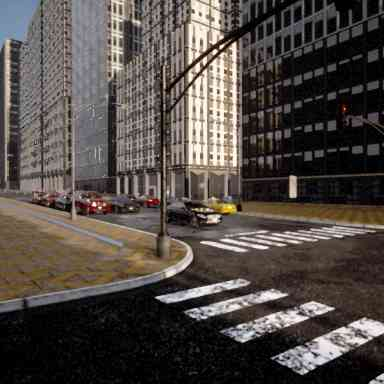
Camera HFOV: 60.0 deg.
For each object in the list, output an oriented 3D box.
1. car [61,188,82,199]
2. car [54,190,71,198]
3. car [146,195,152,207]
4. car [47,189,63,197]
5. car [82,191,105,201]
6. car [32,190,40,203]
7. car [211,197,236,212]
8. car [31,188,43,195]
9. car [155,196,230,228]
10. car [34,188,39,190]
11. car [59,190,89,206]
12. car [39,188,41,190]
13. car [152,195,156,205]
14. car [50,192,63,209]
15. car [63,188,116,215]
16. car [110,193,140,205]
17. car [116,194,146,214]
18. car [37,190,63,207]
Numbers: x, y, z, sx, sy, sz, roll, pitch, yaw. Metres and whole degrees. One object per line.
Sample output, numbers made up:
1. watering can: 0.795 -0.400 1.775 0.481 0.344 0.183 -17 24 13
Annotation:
1. car: -21.587 0.185 59.343 2.192 1.841 5.009 1 0 -36
2. car: -25.009 0.288 64.018 1.752 1.417 4.829 1 0 -36
3. car: -5.005 0.975 36.665 1.802 1.307 4.206 1 0 -36
4. car: -28.227 0.212 68.416 2.008 1.369 4.403 1 0 -36
5. car: -14.957 0.644 50.273 1.947 1.339 4.313 1 0 -36
6. car: -18.398 0.793 40.781 1.802 1.307 4.206 1 0 -36
7. car: 1.599 1.125 27.785 1.752 1.417 4.829 1 0 -36
8. car: -38.177 -0.210 82.024 1.967 1.590 4.097 1 0 -36
9. car: -0.114 1.241 20.150 1.812 1.442 4.674 0 1 -36
10. car: -34.860 -0.106 77.488 1.967 1.590 4.097 1 0 -36
11. car: -13.928 0.630 39.062 2.097 1.767 4.553 0 1 -36
12. car: -31.545 0.102 72.952 1.887 1.381 4.507 1 0 -36
13. car: -1.687 1.064 32.129 1.947 1.339 4.313 1 0 -36
14. car: -11.764 0.986 31.711 1.947 1.339 4.313 1 0 -36
15. car: -8.441 0.841 27.174 2.192 1.841 5.009 1 0 -36
16. car: -8.323 0.854 41.201 1.947 1.339 4.313 1 0 -36
17. car: -6.032 1.091 28.241 1.994 1.385 4.181 0 1 -36
18. car: -15.080 0.860 36.246 1.887 1.381 4.507 1 0 -36
